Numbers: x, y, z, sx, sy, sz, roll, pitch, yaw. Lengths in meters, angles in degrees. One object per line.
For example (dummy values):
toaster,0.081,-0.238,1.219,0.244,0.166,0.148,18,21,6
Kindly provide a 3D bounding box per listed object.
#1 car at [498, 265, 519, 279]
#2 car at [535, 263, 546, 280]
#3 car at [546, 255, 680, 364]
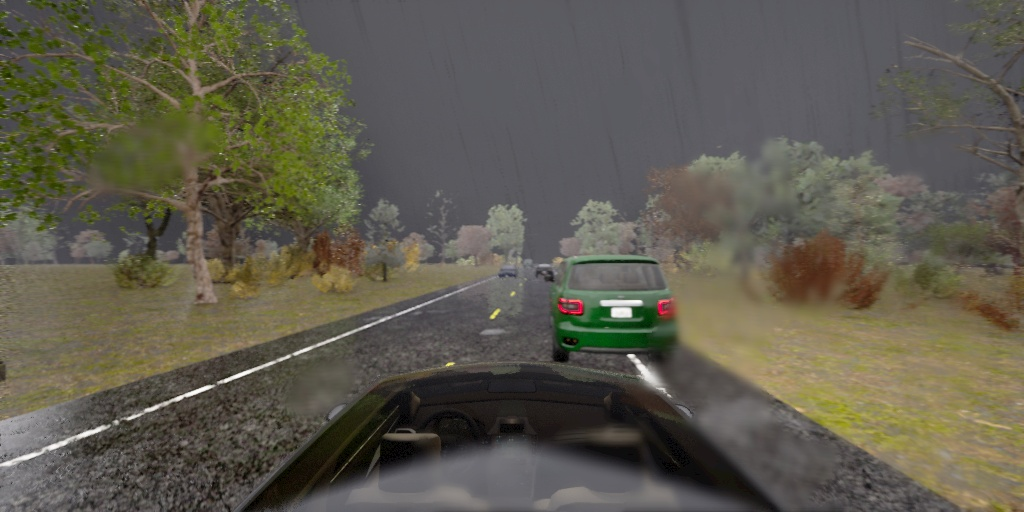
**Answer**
car,-0.270,1.617,37.898,2.033,1.411,5.357,0,-1,5
car,3.650,1.549,40.384,1.882,1.535,5.008,0,0,5
car,1.975,1.012,8.367,2.150,2.045,5.566,0,0,5
